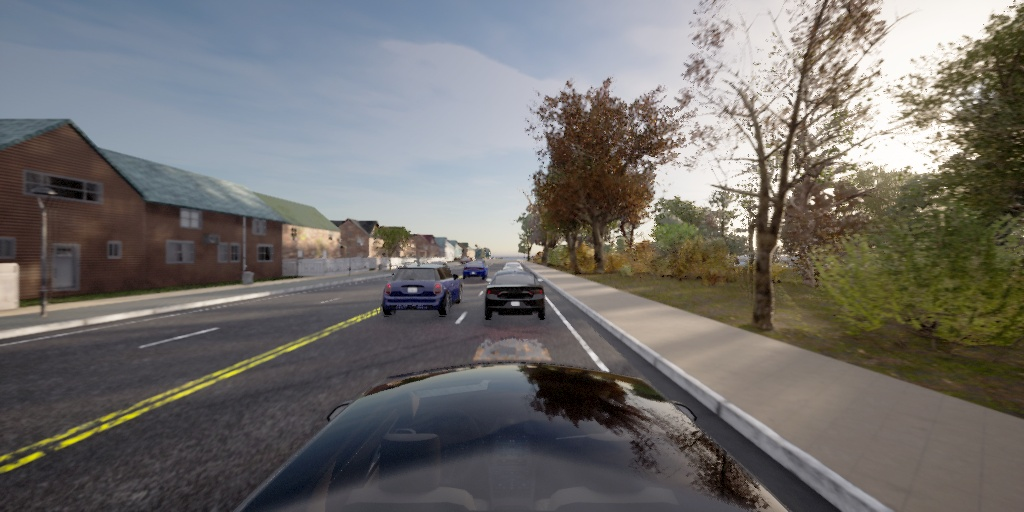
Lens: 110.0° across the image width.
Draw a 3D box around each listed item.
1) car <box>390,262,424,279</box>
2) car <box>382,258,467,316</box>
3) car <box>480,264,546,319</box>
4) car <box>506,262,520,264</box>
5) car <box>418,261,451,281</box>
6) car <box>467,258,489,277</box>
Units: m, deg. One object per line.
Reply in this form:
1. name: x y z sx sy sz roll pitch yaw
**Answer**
1. car: -9.846 1.305 33.850 1.994 1.385 4.181 0 0 0
2. car: -3.149 1.096 13.475 2.097 1.767 4.553 0 0 0
3. car: 0.089 1.222 12.799 1.882 1.535 5.008 0 0 0
4. car: 0.099 1.268 31.097 1.812 1.442 4.674 0 0 0
5. car: -6.599 1.246 31.066 1.837 1.490 4.892 0 0 0
6. car: -3.153 1.219 31.647 1.882 1.535 5.008 0 0 0
